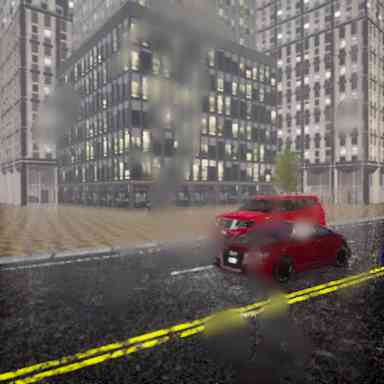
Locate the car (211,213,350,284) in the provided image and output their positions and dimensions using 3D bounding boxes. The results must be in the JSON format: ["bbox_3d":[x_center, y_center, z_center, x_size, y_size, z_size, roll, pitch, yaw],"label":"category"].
[{"bbox_3d":[2.635,1.514,9.492,4.181,1.385,1.994,0,0,-36],"label":"car"}]

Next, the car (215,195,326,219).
[{"bbox_3d":[3.394,1.150,14.026,5.566,2.045,2.150,0,0,-36],"label":"car"}]

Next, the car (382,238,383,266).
[{"bbox_3d":[6.935,1.152,8.320,5.566,2.045,2.150,0,0,-36],"label":"car"}]
